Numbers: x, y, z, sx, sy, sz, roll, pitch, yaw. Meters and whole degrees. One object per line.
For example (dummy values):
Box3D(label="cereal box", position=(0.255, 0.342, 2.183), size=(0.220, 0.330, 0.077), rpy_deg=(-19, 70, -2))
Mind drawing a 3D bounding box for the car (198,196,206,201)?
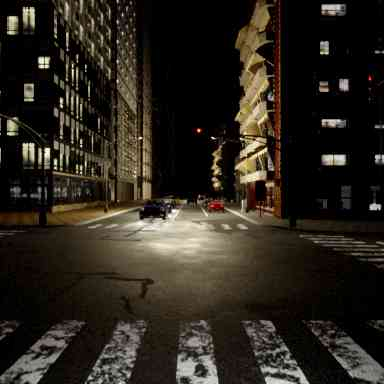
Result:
Box3D(label="car", position=(2.547, 1.626, 84.049), size=(1.802, 1.307, 4.206), rpy_deg=(0, 0, 0))

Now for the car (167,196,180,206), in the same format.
Box3D(label="car", position=(-3.097, 1.498, 56.726), size=(1.882, 1.535, 5.008), rpy_deg=(0, 0, 0))

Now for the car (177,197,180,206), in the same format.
Box3D(label="car", position=(-3.153, 1.615, 46.454), size=(1.895, 1.301, 4.718), rpy_deg=(0, 0, 0))

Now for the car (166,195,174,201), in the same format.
Box3D(label="car", position=(-5.843, 1.596, 89.683), size=(1.887, 1.381, 4.507), rpy_deg=(0, 0, 0))

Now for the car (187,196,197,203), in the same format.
Box3D(label="car", position=(-0.033, 1.594, 70.302), size=(1.994, 1.385, 4.181), rpy_deg=(0, 0, 0))

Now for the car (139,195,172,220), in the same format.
Box3D(label="car", position=(-3.142, 1.357, 28.148), size=(2.097, 1.767, 4.553), rpy_deg=(0, 0, 0))

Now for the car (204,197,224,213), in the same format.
Box3D(label="car", position=(2.679, 1.591, 37.241), size=(1.802, 1.307, 4.206), rpy_deg=(0, 0, 0))

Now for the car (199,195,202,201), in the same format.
Box3D(label="car", position=(2.597, 1.571, 55.806), size=(2.008, 1.369, 4.403), rpy_deg=(0, 0, 0))

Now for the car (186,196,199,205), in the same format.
Box3D(label="car", position=(-0.004, 1.528, 59.991), size=(1.837, 1.490, 4.892), rpy_deg=(0, 0, 0))

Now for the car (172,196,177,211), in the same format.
Box3D(label="car", position=(-3.158, 1.501, 37.196), size=(2.128, 1.511, 4.902), rpy_deg=(0, 0, 0))

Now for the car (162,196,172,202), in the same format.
Box3D(label="car", position=(-5.823, 1.589, 78.386), size=(2.008, 1.369, 4.403), rpy_deg=(0, 0, 0))

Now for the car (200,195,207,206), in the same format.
Box3D(label="car", position=(2.606, 1.567, 50.158), size=(2.008, 1.369, 4.403), rpy_deg=(0, 0, 0))

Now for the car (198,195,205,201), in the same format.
Box3D(label="car", position=(2.537, 1.491, 89.698), size=(1.967, 1.590, 4.097), rpy_deg=(0, 0, 0))
